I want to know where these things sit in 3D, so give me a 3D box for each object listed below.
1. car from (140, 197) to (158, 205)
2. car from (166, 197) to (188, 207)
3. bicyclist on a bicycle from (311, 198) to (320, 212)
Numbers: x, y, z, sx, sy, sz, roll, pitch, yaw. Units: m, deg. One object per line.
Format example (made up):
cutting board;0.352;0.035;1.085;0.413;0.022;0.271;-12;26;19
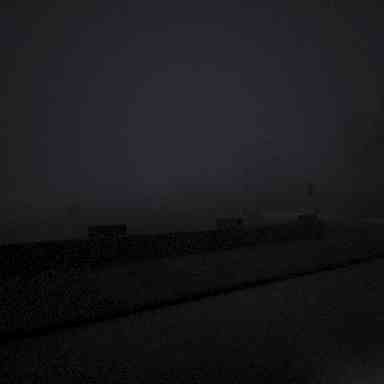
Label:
car;-8.551;1.692;65.185;1.882;1.535;5.008;0;0;-36
car;-2.678;1.566;57.034;2.097;1.767;4.553;0;0;-35
bicyclist on a bicycle;14.813;1.591;39.833;1.656;1.620;0.582;0;0;-36
